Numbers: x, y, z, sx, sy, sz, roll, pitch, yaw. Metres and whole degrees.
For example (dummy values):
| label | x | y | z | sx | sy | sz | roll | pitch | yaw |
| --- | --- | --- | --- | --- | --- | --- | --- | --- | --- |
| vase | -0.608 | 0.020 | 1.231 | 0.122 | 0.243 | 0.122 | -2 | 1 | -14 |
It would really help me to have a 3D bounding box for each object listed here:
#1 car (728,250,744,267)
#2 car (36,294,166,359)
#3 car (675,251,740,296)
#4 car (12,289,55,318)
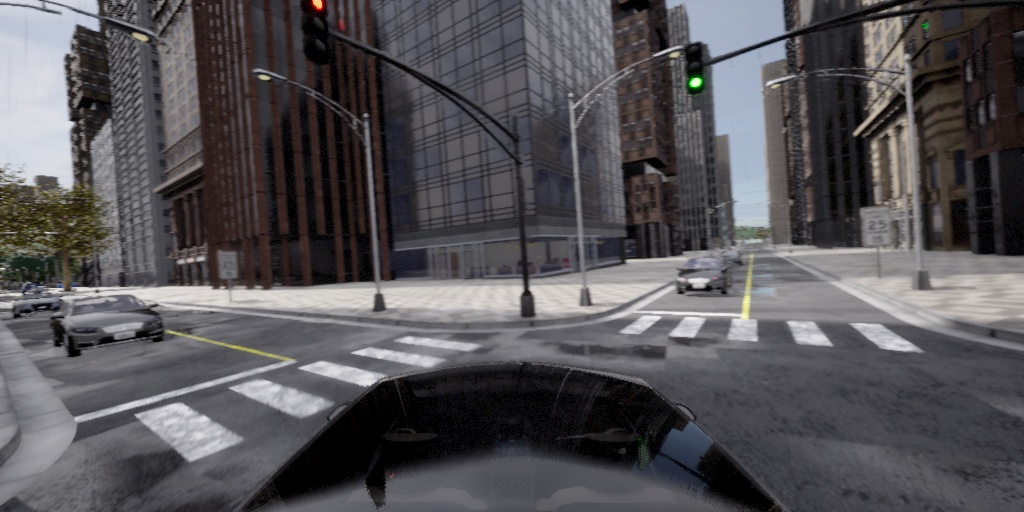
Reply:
| label | x | y | z | sx | sy | sz | roll | pitch | yaw |
| --- | --- | --- | --- | --- | --- | --- | --- | --- | --- |
| car | 20.168 | 0.207 | 33.104 | 1.812 | 1.442 | 4.674 | -4 | 0 | 34 |
| car | -12.312 | 1.949 | 10.862 | 4.902 | 1.511 | 2.128 | -3 | 1 | 34 |
| car | 8.438 | 0.793 | 15.659 | 2.128 | 1.511 | 4.902 | -4 | 0 | 34 |
| car | -30.237 | 3.050 | 22.925 | 4.181 | 1.385 | 1.994 | -3 | 1 | 34 |
